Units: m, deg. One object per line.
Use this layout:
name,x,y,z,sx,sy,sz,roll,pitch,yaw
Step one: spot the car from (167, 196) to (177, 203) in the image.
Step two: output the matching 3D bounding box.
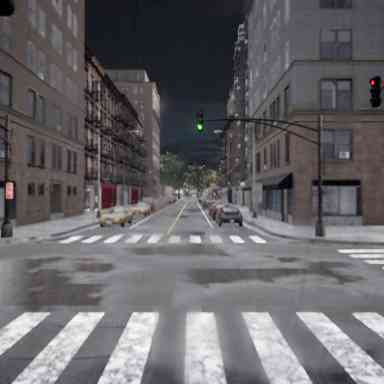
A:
car,-5.352,1.940,90.005,2.192,1.841,5.009,0,0,0

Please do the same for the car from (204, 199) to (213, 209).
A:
car,2.653,1.793,35.180,2.008,1.369,4.403,0,0,0

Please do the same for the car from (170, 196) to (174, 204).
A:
car,-5.369,1.785,68.077,2.192,1.841,5.009,0,0,0

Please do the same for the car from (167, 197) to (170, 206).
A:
car,-5.379,1.945,57.111,2.008,1.369,4.403,0,0,0

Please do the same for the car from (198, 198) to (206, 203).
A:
car,2.678,2.207,89.998,1.802,1.307,4.206,0,0,0

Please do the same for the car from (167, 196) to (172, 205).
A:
car,-5.374,1.998,62.593,1.947,1.339,4.313,0,0,0

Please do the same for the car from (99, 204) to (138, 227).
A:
car,-5.406,1.690,24.050,1.752,1.417,4.829,0,0,0

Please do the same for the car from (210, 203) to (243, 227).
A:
car,2.647,1.717,24.217,2.008,1.369,4.403,0,0,0

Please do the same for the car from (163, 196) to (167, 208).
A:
car,-5.383,1.796,51.630,1.967,1.590,4.097,0,0,0

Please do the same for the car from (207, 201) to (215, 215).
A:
car,2.650,1.749,29.698,1.887,1.381,4.507,0,0,0

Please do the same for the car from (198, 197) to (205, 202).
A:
car,2.681,2.214,95.480,2.008,1.369,4.403,0,0,0

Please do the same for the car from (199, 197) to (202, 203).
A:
car,2.663,1.945,57.107,2.008,1.369,4.403,0,0,0

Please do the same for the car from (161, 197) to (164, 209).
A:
car,-5.388,1.758,46.148,1.967,1.590,4.097,0,0,0

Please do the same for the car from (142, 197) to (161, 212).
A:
car,-5.392,1.595,40.667,2.192,1.841,5.009,0,0,0

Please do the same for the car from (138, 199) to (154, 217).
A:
car,-5.397,1.766,35.014,1.752,1.417,4.829,0,0,0

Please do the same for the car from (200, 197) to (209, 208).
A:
car,2.660,1.907,51.625,2.008,1.369,4.403,0,0,0

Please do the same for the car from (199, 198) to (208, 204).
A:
car,2.673,2.092,79.035,1.887,1.381,4.507,0,0,0

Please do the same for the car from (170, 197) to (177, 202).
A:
car,-5.347,2.208,95.485,1.887,1.381,4.507,0,0,0
